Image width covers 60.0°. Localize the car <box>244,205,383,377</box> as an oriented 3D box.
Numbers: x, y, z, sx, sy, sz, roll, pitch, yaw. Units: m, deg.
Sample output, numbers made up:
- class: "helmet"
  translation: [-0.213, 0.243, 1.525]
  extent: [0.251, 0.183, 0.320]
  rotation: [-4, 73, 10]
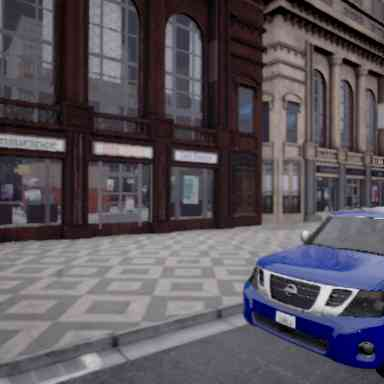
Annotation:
- class: "car"
  translation: [3.431, 1.288, 5.831]
  extent: [5.566, 2.045, 2.150]
  rotation: [1, -1, -36]
